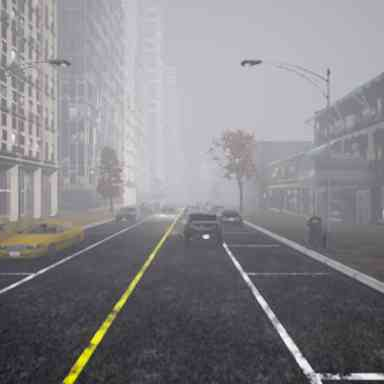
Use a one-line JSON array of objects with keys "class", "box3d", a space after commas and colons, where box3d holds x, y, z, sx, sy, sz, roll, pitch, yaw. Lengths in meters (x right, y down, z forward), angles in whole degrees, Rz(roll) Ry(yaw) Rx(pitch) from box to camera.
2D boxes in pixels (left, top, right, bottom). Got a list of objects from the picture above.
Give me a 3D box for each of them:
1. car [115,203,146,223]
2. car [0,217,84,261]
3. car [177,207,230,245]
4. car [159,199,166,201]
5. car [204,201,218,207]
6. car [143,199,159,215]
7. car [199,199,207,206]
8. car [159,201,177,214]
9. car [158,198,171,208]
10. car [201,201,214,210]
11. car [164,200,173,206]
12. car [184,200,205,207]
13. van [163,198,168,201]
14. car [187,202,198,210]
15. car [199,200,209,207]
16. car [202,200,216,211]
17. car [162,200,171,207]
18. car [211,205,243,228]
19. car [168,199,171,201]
[{"class": "car", "box3d": [-5.680, 1.973, 30.150, 1.947, 1.339, 4.313, -1, -1, 0]}, {"class": "car", "box3d": [-5.673, 1.703, 13.050, 1.752, 1.417, 4.829, -1, -1, 0]}, {"class": "car", "box3d": [0.398, 1.734, 16.974, 1.837, 1.490, 4.892, 0, -1, -5]}, {"class": "car", "box3d": [-5.689, 2.277, 52.725, 1.947, 1.339, 4.313, -1, -1, 0]}, {"class": "car", "box3d": [2.665, 2.026, 35.743, 1.887, 1.381, 4.507, -1, -1, 0]}, {"class": "car", "box3d": [-5.686, 1.999, 41.439, 1.967, 1.590, 4.097, -1, -1, 0]}, {"class": "car", "box3d": [2.644, 2.535, 80.892, 1.967, 1.590, 4.097, -1, -1, 0]}, {"class": "car", "box3d": [-3.097, 2.204, 44.751, 1.895, 1.301, 4.718, 0, -1, 0]}, {"class": "car", "box3d": [-5.742, 2.257, 69.659, 2.192, 1.841, 5.009, -1, -1, 0]}, {"class": "car", "box3d": [2.655, 2.353, 58.317, 1.947, 1.339, 4.313, -1, -1, 0]}, {"class": "car", "box3d": [-5.735, 2.662, 80.943, 1.947, 1.339, 4.313, -1, -1, 0]}, {"class": "car", "box3d": [0.084, 1.996, 37.382, 2.128, 1.511, 4.902, 0, -1, 0]}, {"class": "van", "box3d": [-5.699, 2.129, 58.371, 1.690, 1.788, 3.998, -1, -1, 0]}, {"class": "car", "box3d": [0.077, 2.404, 59.479, 1.895, 1.301, 4.718, 0, -1, 0]}, {"class": "car", "box3d": [2.648, 2.583, 75.247, 1.947, 1.339, 4.313, -1, -1, 0]}, {"class": "car", "box3d": [2.656, 2.150, 52.674, 1.967, 1.590, 4.097, -1, -1, 0]}, {"class": "car", "box3d": [-5.735, 2.601, 75.299, 1.802, 1.307, 4.206, -1, -1, 0]}, {"class": "car", "box3d": [2.670, 1.896, 24.456, 1.947, 1.339, 4.313, -1, -1, 0]}, {"class": "car", "box3d": [-5.711, 2.416, 64.012, 2.008, 1.369, 4.403, -1, -1, 0]}]
